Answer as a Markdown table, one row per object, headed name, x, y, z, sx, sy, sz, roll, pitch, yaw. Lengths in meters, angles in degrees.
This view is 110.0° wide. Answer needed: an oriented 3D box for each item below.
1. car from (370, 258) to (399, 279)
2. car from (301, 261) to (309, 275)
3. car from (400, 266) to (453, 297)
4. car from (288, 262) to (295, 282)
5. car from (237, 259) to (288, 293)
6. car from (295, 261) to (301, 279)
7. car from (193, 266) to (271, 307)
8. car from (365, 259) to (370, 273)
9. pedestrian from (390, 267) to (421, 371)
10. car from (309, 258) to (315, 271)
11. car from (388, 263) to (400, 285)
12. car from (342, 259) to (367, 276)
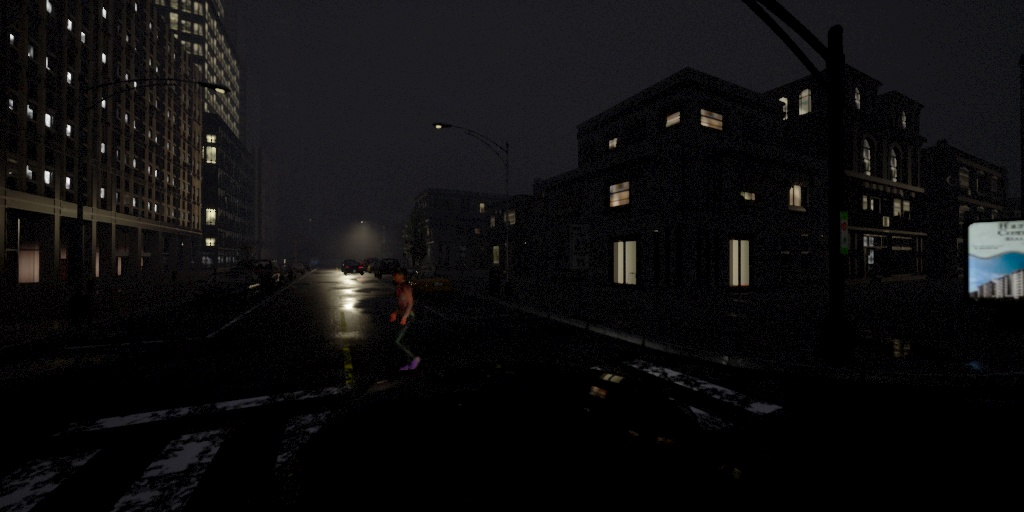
| name | x | y | z | sx | sy | sz | roll | pitch | yaw |
| --- | --- | --- | --- | --- | --- | --- | --- | --- | --- |
| car | -11.799 | 1.133 | 33.934 | 2.192 | 1.841 | 5.009 | 0 | 0 | -26 |
| car | -24.136 | 1.331 | 40.018 | 1.751 | 1.417 | 4.829 | 0 | 0 | -26 |
| car | -4.539 | 1.309 | 19.183 | 1.751 | 1.417 | 4.829 | 0 | 0 | -26 |
| car | -16.874 | 1.318 | 25.268 | 2.007 | 1.370 | 4.403 | 0 | 0 | -26 |
| car | -14.429 | 1.070 | 20.300 | 2.192 | 1.841 | 5.009 | 0 | 0 | -26 |
| car | -19.319 | 1.325 | 30.235 | 1.888 | 1.381 | 4.507 | 0 | 0 | -26 |
| car | -11.983 | 1.295 | 15.332 | 2.007 | 1.370 | 4.403 | 0 | 0 | -26 |
| car | -16.765 | 1.371 | 44.022 | 1.751 | 1.417 | 4.829 | 0 | 0 | -26 |
| pedestrian | -1.846 | 1.037 | 6.183 | 0.375 | 1.860 | 0.375 | 1 | -1 | -26 |
| car | -29.101 | 1.400 | 50.106 | 1.948 | 1.339 | 4.313 | 0 | 0 | -26 |
| car | -6.908 | 1.376 | 23.999 | 1.802 | 1.307 | 4.207 | 0 | 0 | -26 |
| car | -17.222 | 1.348 | 38.994 | 1.812 | 1.442 | 4.674 | 0 | 0 | -26 |
